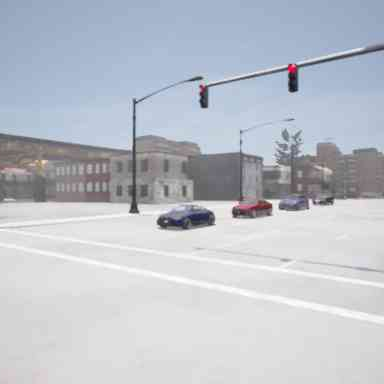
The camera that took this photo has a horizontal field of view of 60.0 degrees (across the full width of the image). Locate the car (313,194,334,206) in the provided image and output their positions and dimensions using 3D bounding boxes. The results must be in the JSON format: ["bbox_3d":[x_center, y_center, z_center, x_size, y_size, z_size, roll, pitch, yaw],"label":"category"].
[{"bbox_3d":[17.644,1.008,44.799,2.128,1.511,4.902,0,1,37],"label":"car"}]

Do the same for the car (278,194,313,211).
[{"bbox_3d":[11.010,1.034,35.946,2.097,1.767,4.553,0,1,37],"label":"car"}]

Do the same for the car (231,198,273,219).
[{"bbox_3d":[5.110,1.304,28.020,1.882,1.535,5.008,0,1,37],"label":"car"}]

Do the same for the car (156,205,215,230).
[{"bbox_3d":[-0.305,1.492,20.745,1.994,1.385,4.181,0,1,37],"label":"car"}]
